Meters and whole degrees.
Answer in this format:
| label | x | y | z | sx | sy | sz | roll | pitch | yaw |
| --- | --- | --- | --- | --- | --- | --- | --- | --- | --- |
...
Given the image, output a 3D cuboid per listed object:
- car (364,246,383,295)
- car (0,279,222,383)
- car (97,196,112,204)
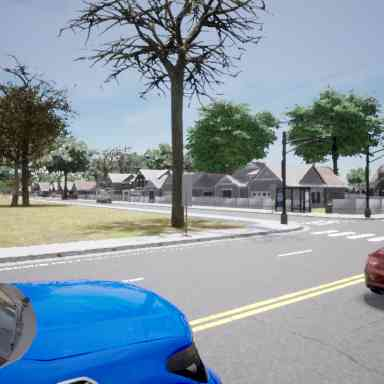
| label | x | y | z | sx | sy | sz | roll | pitch | yaw |
| --- | --- | --- | --- | --- | --- | --- | --- | --- | --- |
| car | 5.659 | 1.525 | 7.447 | 4.674 | 1.442 | 1.812 | 0 | 0 | -36 |
| car | -2.419 | 1.221 | 1.716 | 5.566 | 2.045 | 2.150 | 0 | 0 | -36 |
| car | -17.805 | 1.625 | 67.353 | 1.812 | 1.442 | 4.674 | 0 | 0 | -35 |
